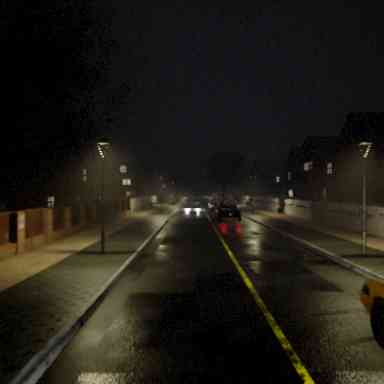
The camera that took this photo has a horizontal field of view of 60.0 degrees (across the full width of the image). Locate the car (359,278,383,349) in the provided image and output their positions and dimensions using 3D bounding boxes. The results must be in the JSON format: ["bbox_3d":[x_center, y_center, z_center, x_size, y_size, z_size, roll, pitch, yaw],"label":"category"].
[{"bbox_3d":[3.578,1.460,3.155,1.801,1.575,5.366,0,0,0],"label":"car"}]

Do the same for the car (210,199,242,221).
[{"bbox_3d":[2.859,1.472,27.016,2.128,1.511,4.902,0,0,1],"label":"car"}]

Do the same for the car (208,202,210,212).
[{"bbox_3d":[2.846,1.515,38.596,2.033,1.411,5.357,0,0,0],"label":"car"}]

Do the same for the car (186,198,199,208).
[{"bbox_3d":[0.102,1.552,47.162,1.895,1.301,4.718,0,0,0],"label":"car"}]
